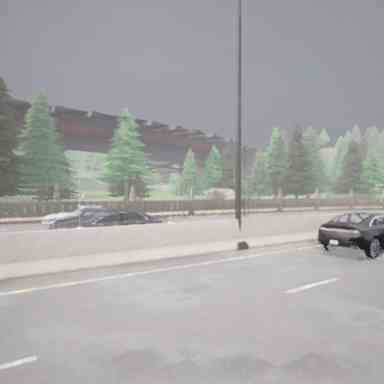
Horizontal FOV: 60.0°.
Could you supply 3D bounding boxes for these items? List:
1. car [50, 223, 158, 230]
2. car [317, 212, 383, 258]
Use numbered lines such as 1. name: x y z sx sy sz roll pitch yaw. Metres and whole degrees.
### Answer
1. car: -3.549 1.528 14.351 4.892 1.490 1.837 0 0 -35
2. car: 6.913 1.549 12.973 4.902 1.511 2.128 0 0 -35
